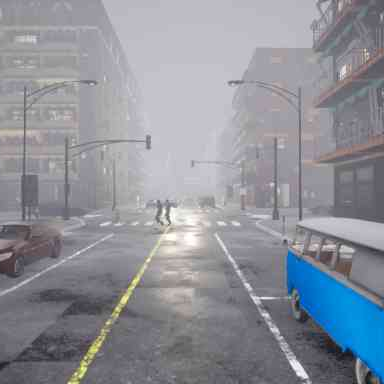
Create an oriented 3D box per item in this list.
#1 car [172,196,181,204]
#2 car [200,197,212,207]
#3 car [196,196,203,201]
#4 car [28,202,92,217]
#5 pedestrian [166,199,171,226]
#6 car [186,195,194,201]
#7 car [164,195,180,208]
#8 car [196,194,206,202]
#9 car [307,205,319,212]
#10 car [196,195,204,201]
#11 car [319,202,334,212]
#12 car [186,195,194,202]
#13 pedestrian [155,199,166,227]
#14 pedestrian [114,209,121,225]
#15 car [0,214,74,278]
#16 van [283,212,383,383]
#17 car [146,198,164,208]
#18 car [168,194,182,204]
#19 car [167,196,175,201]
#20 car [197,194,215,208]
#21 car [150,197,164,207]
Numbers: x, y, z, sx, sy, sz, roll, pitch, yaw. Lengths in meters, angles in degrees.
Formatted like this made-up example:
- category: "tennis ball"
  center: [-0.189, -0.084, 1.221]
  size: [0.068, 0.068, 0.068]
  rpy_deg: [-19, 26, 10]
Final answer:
- category: "car"
  center: [-3.159, 1.602, 68.556]
  size: [1.812, 1.442, 4.674]
  rpy_deg: [0, 0, 0]
- category: "car"
  center: [2.265, 1.570, 54.039]
  size: [1.752, 1.417, 4.829]
  rpy_deg: [1, 0, 0]
- category: "car"
  center: [2.033, 1.776, 92.791]
  size: [1.802, 1.307, 4.206]
  rpy_deg: [1, 0, 0]
- category: "car"
  center: [-11.996, 1.570, 30.291]
  size: [5.357, 1.411, 2.033]
  rpy_deg: [0, -1, 2]
- category: "pedestrian"
  center: [-1.575, 1.309, 21.909]
  size: [0.375, 1.860, 0.375]
  rpy_deg: [1, -1, 0]
- category: "car"
  center: [-0.516, 1.538, 88.303]
  size: [2.033, 1.411, 5.357]
  rpy_deg: [0, 0, 0]
- category: "car"
  center: [-3.126, 1.602, 48.464]
  size: [1.994, 1.385, 4.181]
  rpy_deg: [0, 0, -1]
- category: "car"
  center: [2.103, 1.444, 81.668]
  size: [2.192, 1.841, 5.009]
  rpy_deg: [1, 0, 0]
- category: "car"
  center: [14.160, 1.617, 33.510]
  size: [4.718, 1.301, 1.895]
  rpy_deg: [0, -1, -3]
- category: "car"
  center: [2.068, 1.601, 87.231]
  size: [1.967, 1.590, 4.097]
  rpy_deg: [1, 0, 0]
- category: "car"
  center: [13.581, 1.452, 28.094]
  size: [4.403, 1.369, 2.008]
  rpy_deg: [0, -1, 0]
- category: "car"
  center: [-0.457, 1.658, 78.294]
  size: [1.994, 1.385, 4.181]
  rpy_deg: [0, 0, 0]
- category: "pedestrian"
  center: [-2.038, 1.309, 21.193]
  size: [0.375, 1.860, 0.375]
  rpy_deg: [1, -1, 0]
- category: "pedestrian"
  center: [-5.020, 1.688, 22.480]
  size: [0.500, 1.100, 0.500]
  rpy_deg: [1, -1, 0]
- category: "car"
  center: [-5.358, 1.588, 10.138]
  size: [1.802, 1.307, 4.206]
  rpy_deg: [1, 0, 0]
- category: "van"
  center: [2.527, 1.343, 4.598]
  size: [1.690, 1.788, 3.998]
  rpy_deg: [1, 0, 0]
- category: "car"
  center: [-5.581, 1.604, 48.217]
  size: [1.947, 1.339, 4.313]
  rpy_deg: [1, 0, 0]
- category: "car"
  center: [-3.168, 1.577, 58.354]
  size: [1.812, 1.442, 4.674]
  rpy_deg: [0, 0, 0]
- category: "car"
  center: [-5.844, 1.718, 92.541]
  size: [1.752, 1.417, 4.829]
  rpy_deg: [1, 0, 0]
- category: "car"
  center: [2.303, 1.353, 48.310]
  size: [2.192, 1.841, 5.009]
  rpy_deg: [1, 0, 0]
- category: "car"
  center: [-5.614, 1.610, 53.778]
  size: [1.947, 1.339, 4.313]
  rpy_deg: [1, 0, 0]
